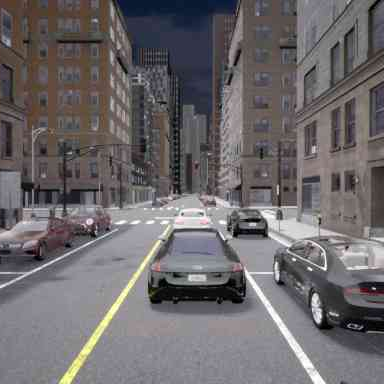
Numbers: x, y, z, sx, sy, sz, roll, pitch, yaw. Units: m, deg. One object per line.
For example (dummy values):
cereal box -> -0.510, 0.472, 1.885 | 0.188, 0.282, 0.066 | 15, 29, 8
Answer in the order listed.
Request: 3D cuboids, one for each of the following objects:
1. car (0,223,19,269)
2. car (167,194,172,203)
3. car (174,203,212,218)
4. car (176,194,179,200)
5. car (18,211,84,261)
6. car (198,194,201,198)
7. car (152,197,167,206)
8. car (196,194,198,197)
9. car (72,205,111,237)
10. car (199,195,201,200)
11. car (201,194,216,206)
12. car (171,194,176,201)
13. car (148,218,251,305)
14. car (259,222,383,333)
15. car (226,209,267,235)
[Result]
car -> -5.665, 1.566, 6.725 | 1.947, 1.339, 4.313 | 0, 0, 0
car -> -5.566, 1.606, 65.648 | 2.008, 1.369, 4.403 | 0, 0, 0
car -> 0.047, 1.526, 16.943 | 1.812, 1.442, 4.674 | 0, 0, 1
car -> -5.498, 1.457, 92.691 | 2.192, 1.841, 5.009 | 0, 0, 0
car -> -5.661, 1.582, 12.227 | 1.802, 1.307, 4.206 | 0, 0, 0
car -> 2.986, 1.524, 76.447 | 1.967, 1.590, 4.097 | 0, 0, 0
car -> -5.594, 1.618, 54.831 | 1.802, 1.307, 4.206 | 0, 0, 0
car -> 3.026, 1.457, 92.675 | 2.192, 1.841, 5.009 | 0, 0, 0
car -> -5.657, 1.441, 17.728 | 1.967, 1.590, 4.097 | 0, 0, 0
car -> 2.959, 1.607, 65.629 | 2.008, 1.369, 4.403 | 0, 0, 0
car -> 2.930, 1.476, 54.812 | 1.967, 1.590, 4.097 | 0, 0, 0
car -> -5.525, 1.626, 81.703 | 1.752, 1.417, 4.829 | 0, 0, 0
car -> 0.088, 1.564, 8.184 | 1.994, 1.385, 4.181 | 0, 0, 0
car -> 2.860, 1.551, 6.719 | 2.008, 1.369, 4.403 | 0, 0, 0
car -> 2.869, 1.567, 17.721 | 1.947, 1.339, 4.313 | 0, 0, 0
